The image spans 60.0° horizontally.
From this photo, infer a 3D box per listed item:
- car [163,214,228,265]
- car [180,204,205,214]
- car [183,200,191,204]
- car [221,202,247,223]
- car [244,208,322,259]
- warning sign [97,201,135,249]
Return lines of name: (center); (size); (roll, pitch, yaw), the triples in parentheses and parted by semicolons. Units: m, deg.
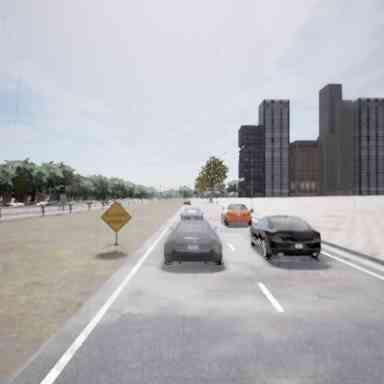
car: (0.048, 1.731, 12.411); (1.994, 1.385, 4.181); (0, -1, 0)
car: (0.026, 1.882, 25.099); (2.033, 1.411, 5.357); (0, -1, 1)
car: (-1.231, 2.658, 83.424); (1.812, 1.442, 4.674); (0, -1, 0)
car: (3.543, 1.713, 27.183); (2.097, 1.767, 4.553); (0, -1, 1)
car: (3.554, 1.658, 13.453); (1.882, 1.535, 5.008); (0, 0, 1)
warning sign: (-3.046, 1.295, 13.428); (1.300, 1.860, 1.060); (0, 0, 0)
